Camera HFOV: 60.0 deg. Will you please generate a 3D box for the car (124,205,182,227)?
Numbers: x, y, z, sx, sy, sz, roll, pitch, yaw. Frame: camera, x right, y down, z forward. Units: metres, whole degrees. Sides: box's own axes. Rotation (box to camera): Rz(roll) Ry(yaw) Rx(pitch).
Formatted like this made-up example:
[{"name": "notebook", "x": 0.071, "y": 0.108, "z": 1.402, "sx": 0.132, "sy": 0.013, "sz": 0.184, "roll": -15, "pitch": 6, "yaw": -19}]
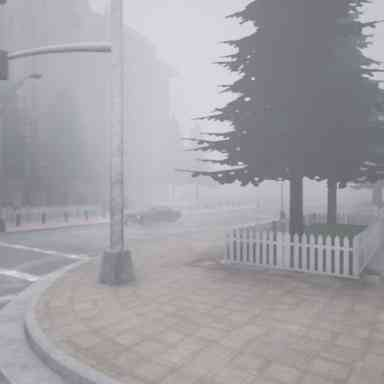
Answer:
[{"name": "car", "x": -2.777, "y": 1.621, "z": 23.015, "sx": 1.895, "sy": 1.301, "sz": 4.718, "roll": 0, "pitch": 0, "yaw": 34}]
